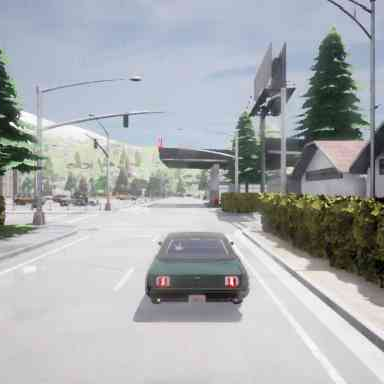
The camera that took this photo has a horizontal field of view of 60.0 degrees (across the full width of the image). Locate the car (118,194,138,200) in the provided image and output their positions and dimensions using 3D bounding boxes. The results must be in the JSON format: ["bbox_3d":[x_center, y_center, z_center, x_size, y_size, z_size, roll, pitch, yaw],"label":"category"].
[{"bbox_3d":[-16.394,1.330,84.859,5.027,1.636,2.152,0,0,0],"label":"car"}]

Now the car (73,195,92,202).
[{"bbox_3d":[-24.004,1.319,72.971,3.633,1.501,1.845,0,0,0],"label":"car"}]

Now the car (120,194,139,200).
[{"bbox_3d":[-16.463,1.339,87.995,4.514,1.523,2.007,0,0,0],"label":"car"}]

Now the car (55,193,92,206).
[{"bbox_3d":[-16.751,1.077,47.274,3.866,1.878,1.905,0,0,0],"label":"car"}]

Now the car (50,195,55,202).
[{"bbox_3d":[-23.992,1.298,62.979,4.514,1.523,2.007,0,0,0],"label":"car"}]

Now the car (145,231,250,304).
[{"bbox_3d":[0.099,1.601,8.088,1.895,1.301,4.718,0,0,0],"label":"car"}]

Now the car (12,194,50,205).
[{"bbox_3d":[-24.637,1.097,50.518,4.605,1.855,1.932,0,0,0],"label":"car"}]

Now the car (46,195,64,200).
[{"bbox_3d":[-35.060,1.384,84.905,3.806,1.475,1.970,0,0,0],"label":"car"}]

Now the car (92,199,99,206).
[{"bbox_3d":[-16.158,1.361,50.602,3.806,1.475,1.970,0,0,0],"label":"car"}]
